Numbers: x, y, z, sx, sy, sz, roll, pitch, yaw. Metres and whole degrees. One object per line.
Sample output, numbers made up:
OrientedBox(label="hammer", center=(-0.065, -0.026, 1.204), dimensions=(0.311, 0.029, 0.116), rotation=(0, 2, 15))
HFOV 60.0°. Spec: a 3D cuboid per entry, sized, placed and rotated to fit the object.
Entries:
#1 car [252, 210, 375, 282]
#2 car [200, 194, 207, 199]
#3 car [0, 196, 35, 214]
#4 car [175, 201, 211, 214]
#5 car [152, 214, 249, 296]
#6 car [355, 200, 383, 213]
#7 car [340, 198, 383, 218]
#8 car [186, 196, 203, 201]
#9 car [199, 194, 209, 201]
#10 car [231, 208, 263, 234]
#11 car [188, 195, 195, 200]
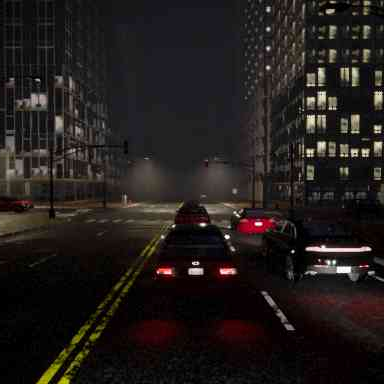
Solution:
OrientedBox(label="car", center=(3.326, 1.487, 9.694), dimensions=(2.128, 1.511, 4.902), rotation=(0, 0, 0))
OrientedBox(label="car", center=(3.035, 1.266, 91.421), dimensions=(1.812, 1.442, 4.674), rotation=(0, 0, 0))
OrientedBox(label="car", center=(-18.288, 1.208, 33.311), dimensions=(4.553, 1.767, 2.097), rotation=(0, 1, 1))
OrientedBox(label="car", center=(0.061, 1.468, 18.599), dimensions=(1.882, 1.535, 5.008), rotation=(0, 0, 1))
OrientedBox(label="car", center=(0.081, 1.544, 8.779), dimensions=(2.033, 1.411, 5.357), rotation=(0, 0, 0))
OrientedBox(label="car", center=(21.720, 1.642, 38.545), dimensions=(4.829, 1.417, 1.752), rotation=(1, 0, 1))
OrientedBox(label="car", center=(16.131, 1.519, 30.245), dimensions=(5.009, 1.841, 2.192), rotation=(1, 0, 1))
OrientedBox(label="car", center=(-0.002, 1.566, 44.904), dimensions=(1.895, 1.301, 4.718), rotation=(0, 0, 5))
OrientedBox(label="car", center=(3.059, 1.513, 81.449), dimensions=(1.895, 1.301, 4.718), rotation=(0, 0, 0))
OrientedBox(label="car", center=(3.306, 1.554, 18.494), dimensions=(1.994, 1.385, 4.181), rotation=(0, 0, 0))
OrientedBox(label="car", center=(-0.215, 1.433, 91.413), dimensions=(1.812, 1.442, 4.674), rotation=(0, 0, 0))
